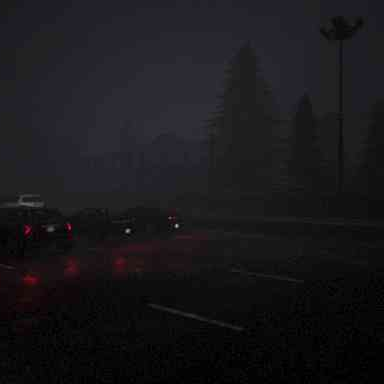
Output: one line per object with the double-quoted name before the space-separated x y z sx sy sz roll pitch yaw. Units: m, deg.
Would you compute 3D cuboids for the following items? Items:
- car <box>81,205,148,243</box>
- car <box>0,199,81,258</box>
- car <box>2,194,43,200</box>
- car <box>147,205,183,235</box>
"car" -4.750 1.476 15.885 4.902 1.511 2.128 0 0 36
"car" -6.704 1.336 12.980 4.553 1.767 2.097 0 0 36
"car" -14.042 1.190 26.774 5.566 2.045 2.150 0 0 36
"car" -2.747 1.490 18.757 4.892 1.490 1.837 1 0 36
